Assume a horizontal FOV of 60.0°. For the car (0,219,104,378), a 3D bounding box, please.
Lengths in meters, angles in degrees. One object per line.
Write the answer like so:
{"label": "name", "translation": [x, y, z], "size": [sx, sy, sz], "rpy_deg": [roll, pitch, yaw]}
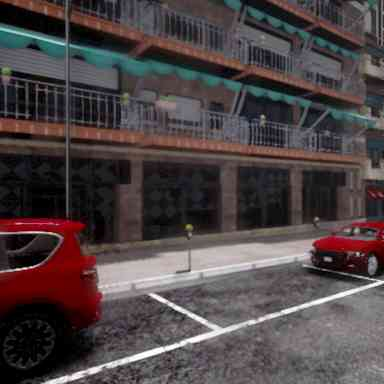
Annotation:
{"label": "car", "translation": [-3.602, 1.308, 4.009], "size": [5.009, 1.841, 2.192], "rpy_deg": [1, -1, -35]}

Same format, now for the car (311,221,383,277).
{"label": "car", "translation": [5.623, 1.654, 10.584], "size": [4.507, 1.381, 1.887], "rpy_deg": [1, -1, -35]}
